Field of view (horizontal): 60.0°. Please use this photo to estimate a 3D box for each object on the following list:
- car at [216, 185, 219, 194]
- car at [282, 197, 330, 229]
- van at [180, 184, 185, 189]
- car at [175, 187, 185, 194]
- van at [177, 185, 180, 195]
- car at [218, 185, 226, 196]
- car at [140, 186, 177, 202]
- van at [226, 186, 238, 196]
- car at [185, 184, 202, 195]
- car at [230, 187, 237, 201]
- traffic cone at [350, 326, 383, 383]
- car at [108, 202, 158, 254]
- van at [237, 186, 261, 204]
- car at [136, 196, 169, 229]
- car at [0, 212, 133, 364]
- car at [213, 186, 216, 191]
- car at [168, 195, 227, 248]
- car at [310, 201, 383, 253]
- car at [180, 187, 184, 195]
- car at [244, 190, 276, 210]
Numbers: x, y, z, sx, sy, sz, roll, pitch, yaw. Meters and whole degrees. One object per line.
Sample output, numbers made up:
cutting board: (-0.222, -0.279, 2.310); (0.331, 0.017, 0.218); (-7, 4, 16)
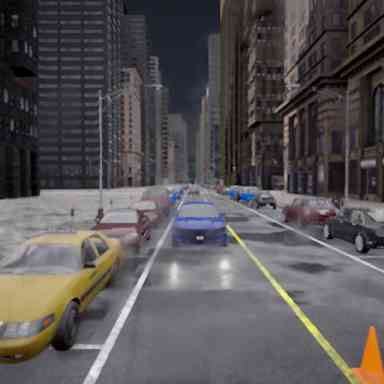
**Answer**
car: (6.066, -0.159, 62.880); (1.802, 1.307, 4.206); (0, 2, 0)
car: (6.101, 0.955, 17.472); (1.967, 1.590, 4.097); (0, 2, 0)
van: (-2.450, -0.097, 51.506); (1.690, 1.788, 3.998); (0, 2, 0)
car: (-2.463, -0.376, 68.366); (1.752, 1.417, 4.829); (0, 2, 0)
van: (-2.437, 0.373, 34.480); (1.690, 1.788, 3.998); (0, 2, 0)
car: (6.070, -0.145, 57.200); (1.967, 1.590, 4.097); (0, 2, 0)
car: (-2.428, 0.662, 23.128); (2.192, 1.841, 5.009); (0, 2, 0)
van: (6.079, 0.069, 45.847); (1.690, 1.788, 3.998); (0, 2, 0)
car: (0.308, -0.334, 60.608); (2.097, 1.767, 4.553); (0, 2, 0)
car: (6.084, 0.429, 40.177); (1.887, 1.381, 4.507); (0, 2, 0)
traffic cone: (2.075, 1.846, 3.834); (0.340, 0.580, 0.340); (0, 2, 0)
car: (-2.419, 1.246, 11.786); (1.802, 1.307, 4.206); (0, 2, 0)
van: (6.088, 0.383, 34.496); (1.690, 1.788, 3.998); (0, 2, 0)
car: (-2.424, 1.087, 17.461); (1.802, 1.307, 4.206); (0, 2, 0)
car: (-2.415, 1.352, 5.938); (1.752, 1.417, 4.829); (0, 2, 0)
car: (6.062, -0.581, 68.548); (2.192, 1.841, 5.009); (0, 2, 0)
car: (0.246, 1.110, 13.027); (1.882, 1.535, 5.008); (0, 2, 0)
car: (6.106, 1.224, 11.800); (2.008, 1.369, 4.403); (0, 2, 0)
car: (-2.446, 0.300, 45.837); (1.802, 1.307, 4.206); (0, 2, 0)
car: (6.093, 0.750, 28.826); (2.008, 1.369, 4.403); (0, 2, 0)
